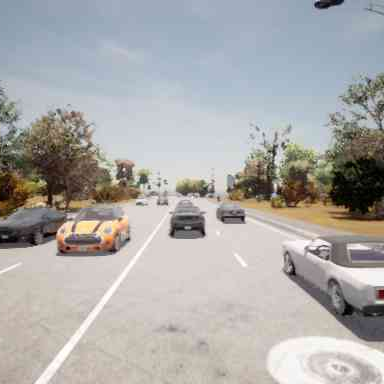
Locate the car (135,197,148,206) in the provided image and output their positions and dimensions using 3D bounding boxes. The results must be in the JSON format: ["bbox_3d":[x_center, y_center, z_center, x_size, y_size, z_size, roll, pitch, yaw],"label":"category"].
[{"bbox_3d":[-8.370,1.544,55.546,1.812,1.442,4.674,0,0,-1],"label":"car"}]

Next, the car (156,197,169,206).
[{"bbox_3d":[-4.861,1.506,55.214,2.128,1.511,4.902,0,0,-1],"label":"car"}]

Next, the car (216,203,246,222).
[{"bbox_3d":[3.048,1.549,26.744,2.033,1.411,5.357,0,0,-2],"label":"car"}]

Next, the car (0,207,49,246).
[{"bbox_3d":[-7.366,1.488,15.501,1.882,1.535,5.008,0,0,-1],"label":"car"}]

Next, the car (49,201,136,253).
[{"bbox_3d":[-3.822,1.358,13.686,2.097,1.767,4.553,0,0,-1],"label":"car"}]

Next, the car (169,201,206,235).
[{"bbox_3d":[-0.253,1.508,18.776,1.837,1.490,4.892,0,0,-1],"label":"car"}]

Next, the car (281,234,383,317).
[{"bbox_3d":[3.499,1.598,7.409,1.895,1.301,4.718,0,0,-1],"label":"car"}]
